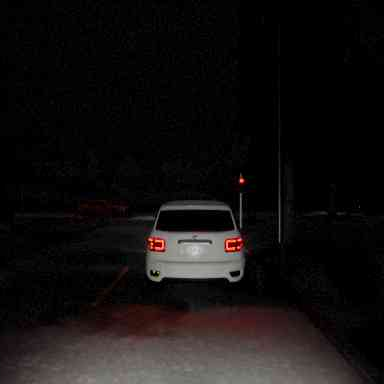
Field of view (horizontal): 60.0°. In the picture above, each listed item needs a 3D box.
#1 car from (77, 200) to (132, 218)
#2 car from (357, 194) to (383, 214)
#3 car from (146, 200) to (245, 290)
[{"bbox_3d":[-7.793,1.477,29.711,5.008,1.535,1.882,0,-1,18],"label":"car"},{"bbox_3d":[20.224,1.221,34.627,5.566,2.045,2.150,0,0,0],"label":"car"},{"bbox_3d":[0.103,1.221,9.207,2.150,2.045,5.566,0,0,1],"label":"car"}]
